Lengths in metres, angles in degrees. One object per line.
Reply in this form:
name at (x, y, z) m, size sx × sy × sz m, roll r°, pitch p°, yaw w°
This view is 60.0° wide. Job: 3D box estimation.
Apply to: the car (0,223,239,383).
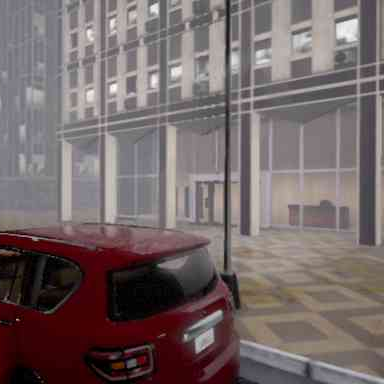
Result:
car at (-1.836, 1.334, 4.178) m, size 5.009 × 1.841 × 2.192 m, roll 0°, pitch 0°, yaw 36°
